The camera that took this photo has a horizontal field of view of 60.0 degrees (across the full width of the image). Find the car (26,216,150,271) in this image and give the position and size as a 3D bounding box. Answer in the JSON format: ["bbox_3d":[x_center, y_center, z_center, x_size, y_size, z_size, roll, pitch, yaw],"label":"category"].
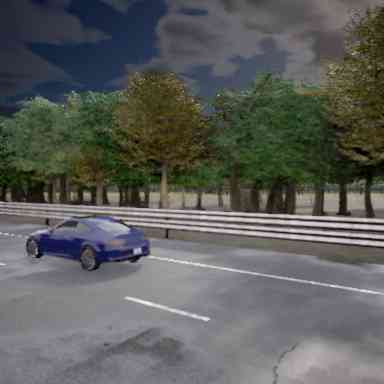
[{"bbox_3d":[-3.411,1.488,10.710,4.674,1.442,1.812,0,0,35],"label":"car"}]
